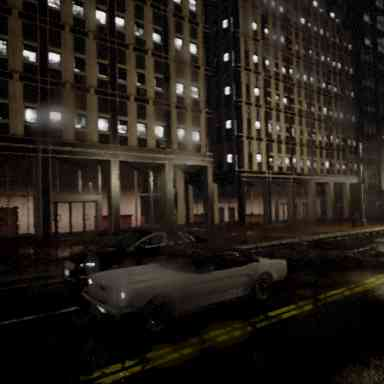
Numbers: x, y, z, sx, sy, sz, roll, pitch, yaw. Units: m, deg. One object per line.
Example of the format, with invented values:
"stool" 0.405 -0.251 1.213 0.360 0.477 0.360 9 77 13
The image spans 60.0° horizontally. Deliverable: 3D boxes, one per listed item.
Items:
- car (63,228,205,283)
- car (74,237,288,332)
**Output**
"car" -1.478 1.953 10.583 4.902 1.511 2.128 1 -3 -38
"car" 0.039 1.919 7.636 4.718 1.301 1.895 1 -3 -38
